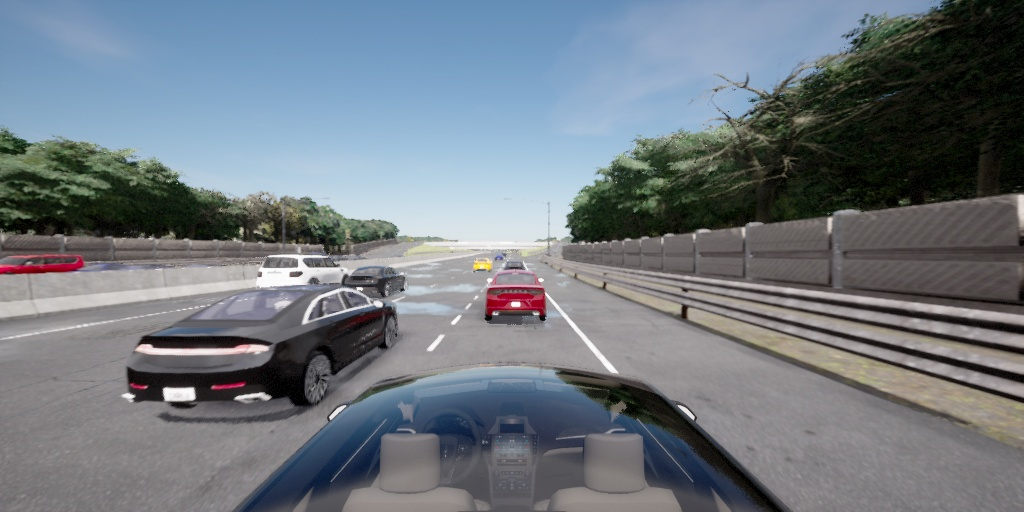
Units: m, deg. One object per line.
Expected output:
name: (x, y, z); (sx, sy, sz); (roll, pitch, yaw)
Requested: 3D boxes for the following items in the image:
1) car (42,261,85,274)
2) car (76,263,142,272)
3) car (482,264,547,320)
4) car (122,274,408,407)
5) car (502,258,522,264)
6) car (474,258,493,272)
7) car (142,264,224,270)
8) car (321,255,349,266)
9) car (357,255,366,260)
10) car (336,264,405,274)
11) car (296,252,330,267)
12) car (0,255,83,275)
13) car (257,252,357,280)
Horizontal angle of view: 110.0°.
car: (-28.035, 1.243, 24.546); (1.812, 1.442, 4.674); (0, 0, 0)
car: (-24.542, 1.269, 23.821); (2.033, 1.411, 5.357); (0, 0, 0)
car: (0.117, 1.225, 12.688); (1.882, 1.535, 5.008); (0, 0, 0)
car: (-3.497, 1.241, 6.196); (2.128, 1.511, 4.902); (0, 0, 0)
car: (0.198, 1.170, 31.018); (1.837, 1.490, 4.892); (0, 1, 0)
car: (-3.324, 0.989, 41.932); (1.882, 1.535, 5.008); (0, 1, 0)
car: (-21.041, 1.267, 24.197); (2.033, 1.411, 5.357); (0, 0, 0)
car: (-27.693, 0.703, 56.222); (1.882, 1.535, 5.008); (0, 2, 1)
car: (-24.206, 0.721, 55.309); (1.882, 1.535, 5.008); (0, 2, 1)
car: (-6.865, 1.247, 18.554); (1.837, 1.490, 4.892); (0, 0, 0)
car: (-31.192, 0.446, 56.297); (2.150, 2.045, 5.566); (0, 2, 1)
car: (-31.543, 0.945, 23.442); (2.150, 2.045, 5.566); (0, 0, 0)
car: (-10.367, 0.964, 18.354); (2.150, 2.045, 5.566); (0, 0, 0)
